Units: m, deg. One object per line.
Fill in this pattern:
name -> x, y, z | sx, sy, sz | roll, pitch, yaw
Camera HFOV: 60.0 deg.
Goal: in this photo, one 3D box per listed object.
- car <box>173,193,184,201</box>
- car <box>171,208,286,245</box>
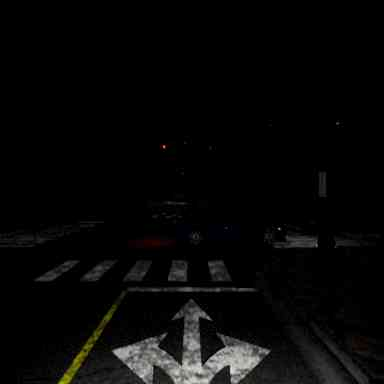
car -> -2.935, 0.991, 73.119 | 2.097, 1.767, 4.553 | 0, 0, 0
car -> 1.600, 1.484, 14.775 | 5.008, 1.535, 1.882 | 0, 0, 0
